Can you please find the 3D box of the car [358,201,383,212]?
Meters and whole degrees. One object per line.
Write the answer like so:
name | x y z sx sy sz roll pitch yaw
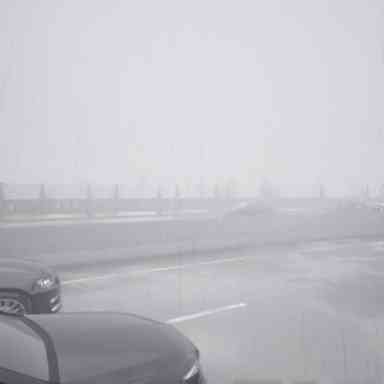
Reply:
car | 14.691 1.182 22.983 5.566 2.045 2.150 0 0 -20

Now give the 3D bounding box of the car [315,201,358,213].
car | 11.723 1.433 25.549 4.902 1.511 2.128 0 0 -21

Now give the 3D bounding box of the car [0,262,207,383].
car | -2.011 1.511 2.192 4.674 1.442 1.812 0 0 -36

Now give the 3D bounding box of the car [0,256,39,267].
car | -4.472 1.460 4.719 4.902 1.511 2.128 0 0 -36

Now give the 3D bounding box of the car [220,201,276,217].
car | 4.449 1.444 26.230 4.674 1.442 1.812 0 0 -25
